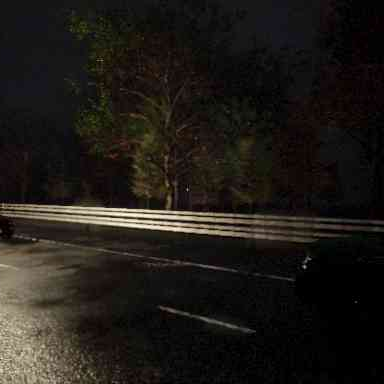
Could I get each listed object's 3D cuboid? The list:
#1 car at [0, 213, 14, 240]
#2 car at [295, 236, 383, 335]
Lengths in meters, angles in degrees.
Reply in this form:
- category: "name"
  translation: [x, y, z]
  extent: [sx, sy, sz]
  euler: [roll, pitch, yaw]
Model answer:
- category: "car"
  translation: [-10.138, 1.515, 15.631]
  extent: [4.674, 1.442, 1.812]
  euler: [0, 0, 36]
- category: "car"
  translation: [4.509, 1.223, 5.079]
  extent: [5.566, 2.045, 2.150]
  euler: [0, 0, 36]
